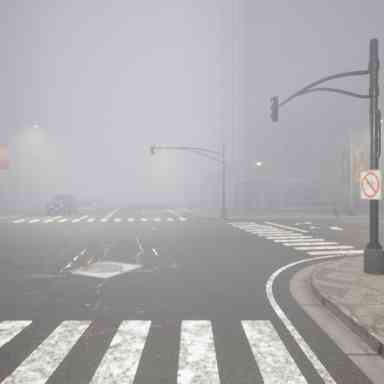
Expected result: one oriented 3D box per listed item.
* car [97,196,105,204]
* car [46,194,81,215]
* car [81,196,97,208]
[{"bbox_3d":[-18.217,1.541,65.090,1.882,1.535,5.008,0,0,-9],"label":"car"},{"bbox_3d":[-13.305,1.229,34.206,2.150,2.045,5.566,0,1,-9],"label":"car"},{"bbox_3d":[-15.681,1.589,48.887,1.994,1.385,4.181,0,0,-9],"label":"car"}]
